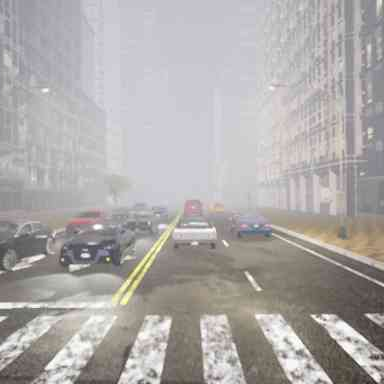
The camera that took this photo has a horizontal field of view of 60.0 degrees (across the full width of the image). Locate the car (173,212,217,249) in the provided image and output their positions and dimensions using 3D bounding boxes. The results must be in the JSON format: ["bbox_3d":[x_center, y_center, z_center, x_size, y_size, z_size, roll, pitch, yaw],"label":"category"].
[{"bbox_3d":[0.116,1.887,16.168,1.895,1.301,4.718,-1,-1,0],"label":"car"}]

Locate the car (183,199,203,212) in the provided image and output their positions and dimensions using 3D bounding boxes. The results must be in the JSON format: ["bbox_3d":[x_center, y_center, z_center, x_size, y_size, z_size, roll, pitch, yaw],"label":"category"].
[{"bbox_3d":[0.150,1.847,38.881,2.150,2.045,5.566,-1,-1,0],"label":"car"}]

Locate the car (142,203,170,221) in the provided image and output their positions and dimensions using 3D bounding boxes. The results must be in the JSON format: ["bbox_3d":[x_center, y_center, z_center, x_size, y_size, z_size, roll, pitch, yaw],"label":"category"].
[{"bbox_3d":[-3.210,2.057,32.732,2.128,1.511,4.902,-1,-1,0],"label":"car"}]

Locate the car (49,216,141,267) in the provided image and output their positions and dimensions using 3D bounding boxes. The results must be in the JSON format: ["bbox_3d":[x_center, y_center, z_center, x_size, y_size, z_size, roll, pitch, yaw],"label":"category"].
[{"bbox_3d":[-3.329,1.826,12.385,1.994,1.385,4.181,-1,-1,0],"label":"car"}]

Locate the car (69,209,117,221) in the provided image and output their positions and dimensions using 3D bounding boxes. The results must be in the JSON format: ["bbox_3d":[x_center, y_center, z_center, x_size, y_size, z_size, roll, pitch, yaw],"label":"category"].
[{"bbox_3d":[-6.530,1.909,21.627,1.882,1.535,5.008,-1,-1,-1],"label":"car"}]

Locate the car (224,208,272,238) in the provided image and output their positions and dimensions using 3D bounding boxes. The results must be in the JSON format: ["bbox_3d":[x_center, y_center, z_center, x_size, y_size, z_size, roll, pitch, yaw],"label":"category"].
[{"bbox_3d":[3.370,1.860,19.926,2.033,1.411,5.357,-1,-1,0],"label":"car"}]

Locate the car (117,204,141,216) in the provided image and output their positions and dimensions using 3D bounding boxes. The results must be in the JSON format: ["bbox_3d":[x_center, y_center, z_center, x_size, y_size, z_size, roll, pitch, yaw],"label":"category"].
[{"bbox_3d":[-6.461,2.142,31.524,1.994,1.385,4.181,-1,-1,0],"label":"car"}]

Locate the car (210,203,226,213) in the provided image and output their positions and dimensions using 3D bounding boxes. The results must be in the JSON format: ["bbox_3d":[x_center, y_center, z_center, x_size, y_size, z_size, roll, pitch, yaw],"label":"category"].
[{"bbox_3d":[3.408,2.145,43.835,1.882,1.535,5.008,-1,-1,0],"label":"car"}]

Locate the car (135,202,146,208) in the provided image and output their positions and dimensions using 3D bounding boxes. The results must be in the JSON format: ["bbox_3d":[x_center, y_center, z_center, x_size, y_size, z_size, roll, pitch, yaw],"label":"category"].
[{"bbox_3d":[-6.448,2.083,41.826,2.097,1.767,4.553,-1,-1,0],"label":"car"}]

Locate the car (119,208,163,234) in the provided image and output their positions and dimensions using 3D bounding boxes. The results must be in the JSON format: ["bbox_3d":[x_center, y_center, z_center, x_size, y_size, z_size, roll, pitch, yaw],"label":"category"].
[{"bbox_3d":[-3.294,2.012,22.344,1.895,1.301,4.718,-1,-1,0],"label":"car"}]

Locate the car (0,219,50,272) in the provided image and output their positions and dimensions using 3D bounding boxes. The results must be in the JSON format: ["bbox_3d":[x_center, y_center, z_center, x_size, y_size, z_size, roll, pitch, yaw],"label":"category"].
[{"bbox_3d":[-6.585,1.778,11.954,2.128,1.511,4.902,-1,-1,0],"label":"car"}]
